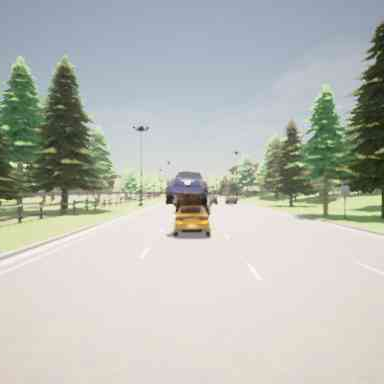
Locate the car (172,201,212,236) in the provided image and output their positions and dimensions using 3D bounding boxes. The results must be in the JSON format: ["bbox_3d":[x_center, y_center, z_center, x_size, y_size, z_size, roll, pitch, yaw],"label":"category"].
[{"bbox_3d":[-0.005,1.478,18.342,1.882,1.535,5.008,-1,0,0],"label":"car"}]

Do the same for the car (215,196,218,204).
[{"bbox_3d":[3.500,1.307,59.755,2.097,1.767,4.553,0,0,0],"label":"car"}]

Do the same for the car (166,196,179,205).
[{"bbox_3d":[-3.500,1.519,59.752,1.994,1.385,4.181,0,0,0],"label":"car"}]

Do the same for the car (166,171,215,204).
[{"bbox_3d":[-0.029,0.096,18.712,2.097,1.767,4.553,3,-14,7],"label":"car"}]

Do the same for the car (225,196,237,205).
[{"bbox_3d":[7.000,1.446,59.785,2.128,1.511,4.902,0,0,0],"label":"car"}]
